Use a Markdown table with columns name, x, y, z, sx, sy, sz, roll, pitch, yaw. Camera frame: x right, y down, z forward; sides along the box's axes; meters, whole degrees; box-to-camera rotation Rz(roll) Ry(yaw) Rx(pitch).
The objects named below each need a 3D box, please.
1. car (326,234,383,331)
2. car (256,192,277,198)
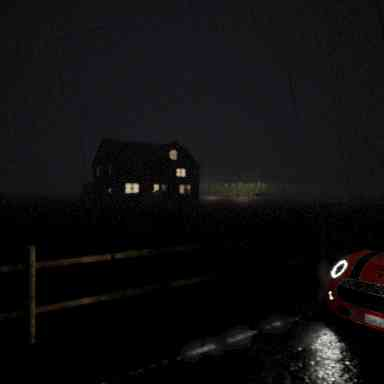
| name | x | y | z | sx | sy | sz | roll | pitch | yaw |
| --- | --- | --- | --- | --- | --- | --- | --- | --- | --- |
| car | 4.598 | 1.370 | 6.352 | 4.553 | 1.767 | 2.097 | 0 | 0 | -35 |
| car | 17.323 | 0.679 | 77.830 | 2.033 | 1.411 | 5.357 | 0 | 1 | -35 |
